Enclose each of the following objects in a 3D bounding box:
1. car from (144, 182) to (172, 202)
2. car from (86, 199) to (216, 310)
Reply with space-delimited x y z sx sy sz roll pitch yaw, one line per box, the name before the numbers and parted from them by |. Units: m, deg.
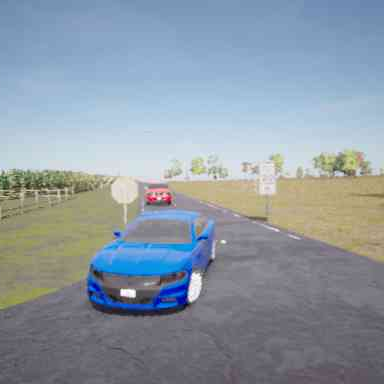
car | -3.147 0.073 30.579 2.150 2.045 5.566 -1 3 -9
car | -0.568 1.196 7.651 1.882 1.535 5.008 1 3 10
